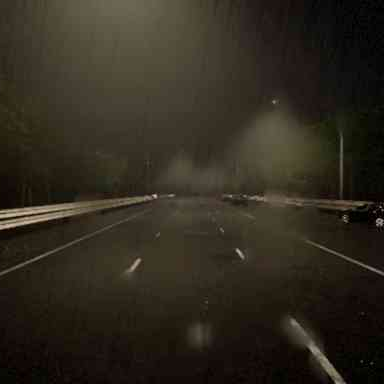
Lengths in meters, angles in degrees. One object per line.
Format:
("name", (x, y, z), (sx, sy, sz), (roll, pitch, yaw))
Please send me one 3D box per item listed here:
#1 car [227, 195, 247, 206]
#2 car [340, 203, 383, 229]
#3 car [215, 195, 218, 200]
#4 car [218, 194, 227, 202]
("car", (7.038, 1.229, 50.975), (2.097, 1.767, 4.553), (0, 0, 0))
("car", (11.946, 1.476, 21.880), (1.837, 1.490, 4.892), (0, 0, -17))
("car", (7.081, 1.355, 85.189), (1.812, 1.442, 4.674), (0, 0, 0))
("car", (7.037, 1.393, 69.243), (1.994, 1.385, 4.181), (0, 0, 0))
